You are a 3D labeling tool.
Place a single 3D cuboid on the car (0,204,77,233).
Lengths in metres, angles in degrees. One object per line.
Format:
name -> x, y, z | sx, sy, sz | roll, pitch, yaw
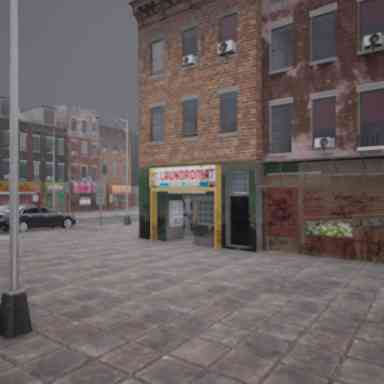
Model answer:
car -> -9.414, 1.591, 20.287 | 1.837, 1.490, 4.892 | 0, 0, 35
